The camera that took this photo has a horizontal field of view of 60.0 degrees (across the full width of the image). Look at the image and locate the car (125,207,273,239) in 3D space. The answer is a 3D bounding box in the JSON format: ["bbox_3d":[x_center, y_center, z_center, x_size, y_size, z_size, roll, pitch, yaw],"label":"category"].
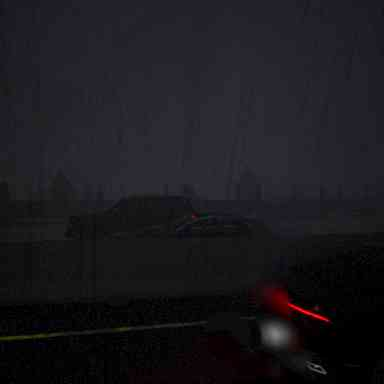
[{"bbox_3d":[0.349,1.451,11.343,4.902,1.511,2.128,0,0,-14],"label":"car"}]

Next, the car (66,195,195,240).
[{"bbox_3d":[-2.414,1.166,14.261,5.566,2.045,2.150,0,0,-12],"label":"car"}]

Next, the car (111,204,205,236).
[{"bbox_3d":[-1.879,1.437,17.988,4.892,1.490,1.837,0,1,-13],"label":"car"}]

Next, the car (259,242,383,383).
[{"bbox_3d":[3.384,1.495,4.699,4.892,1.490,1.837,0,0,-13],"label":"car"}]
